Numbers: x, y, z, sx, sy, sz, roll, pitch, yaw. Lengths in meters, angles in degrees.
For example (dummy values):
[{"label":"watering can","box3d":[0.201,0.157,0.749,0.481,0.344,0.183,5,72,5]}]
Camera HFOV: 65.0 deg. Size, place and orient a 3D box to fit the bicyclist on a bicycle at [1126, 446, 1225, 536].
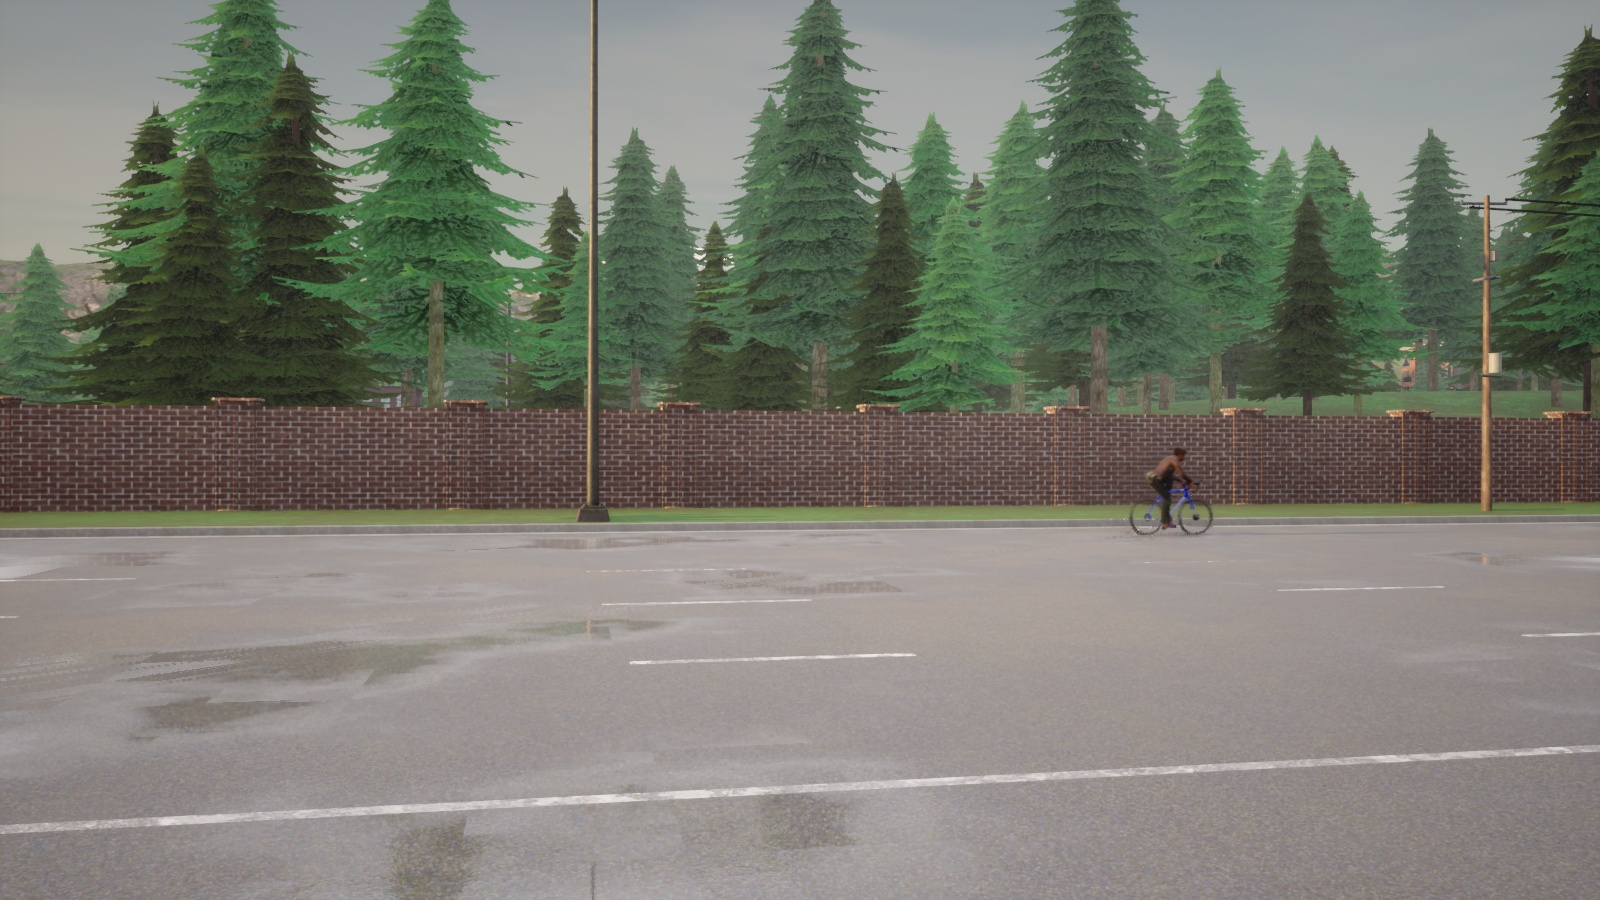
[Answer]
[{"label":"bicyclist on a bicycle","box3d":[6.860,0.742,22.972,1.656,1.620,0.582,0,0,-12]}]
